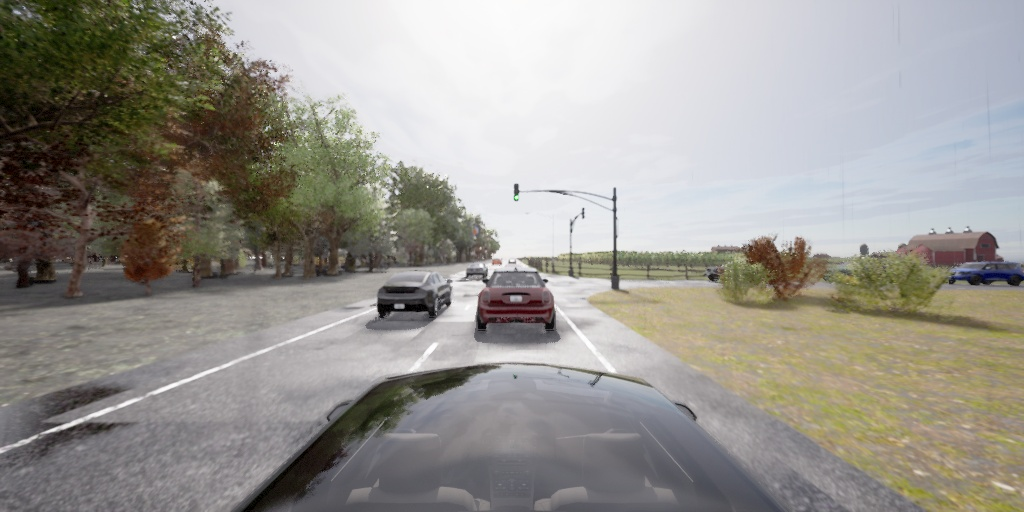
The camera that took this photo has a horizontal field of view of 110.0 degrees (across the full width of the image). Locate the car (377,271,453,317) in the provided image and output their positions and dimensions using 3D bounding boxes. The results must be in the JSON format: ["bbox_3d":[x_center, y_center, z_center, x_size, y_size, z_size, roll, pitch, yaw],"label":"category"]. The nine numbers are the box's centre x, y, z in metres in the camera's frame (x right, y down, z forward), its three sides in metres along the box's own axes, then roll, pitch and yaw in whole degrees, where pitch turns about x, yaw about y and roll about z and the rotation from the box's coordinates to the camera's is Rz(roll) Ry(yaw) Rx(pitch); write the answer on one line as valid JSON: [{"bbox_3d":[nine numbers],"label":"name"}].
[{"bbox_3d":[-3.388,1.278,13.214,1.837,1.490,4.892,0,0,0],"label":"car"}]

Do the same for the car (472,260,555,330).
[{"bbox_3d":[0.107,1.122,11.352,2.097,1.767,4.553,0,0,0],"label":"car"}]

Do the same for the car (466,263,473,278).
[{"bbox_3d":[-3.369,1.363,35.028,2.033,1.411,5.357,0,0,0],"label":"car"}]

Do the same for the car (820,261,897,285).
[{"bbox_3d":[30.316,1.412,31.360,5.566,2.045,2.150,1,-1,0],"label":"car"}]

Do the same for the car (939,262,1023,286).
[{"bbox_3d":[40.949,1.527,31.279,5.566,2.045,2.150,1,-1,1],"label":"car"}]

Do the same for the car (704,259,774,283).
[{"bbox_3d":[19.939,1.299,31.418,5.566,2.045,2.150,1,-1,0],"label":"car"}]
